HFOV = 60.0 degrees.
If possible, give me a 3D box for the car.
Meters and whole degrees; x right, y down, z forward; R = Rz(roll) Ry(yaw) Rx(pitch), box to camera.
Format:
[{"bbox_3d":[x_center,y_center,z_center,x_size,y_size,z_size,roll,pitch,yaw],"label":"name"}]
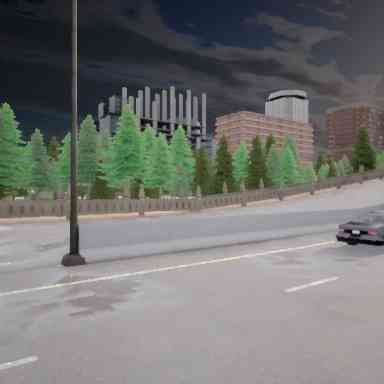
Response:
[{"bbox_3d":[8.255,1.499,14.057,5.357,1.411,2.033,-2,1,-35],"label":"car"}]
